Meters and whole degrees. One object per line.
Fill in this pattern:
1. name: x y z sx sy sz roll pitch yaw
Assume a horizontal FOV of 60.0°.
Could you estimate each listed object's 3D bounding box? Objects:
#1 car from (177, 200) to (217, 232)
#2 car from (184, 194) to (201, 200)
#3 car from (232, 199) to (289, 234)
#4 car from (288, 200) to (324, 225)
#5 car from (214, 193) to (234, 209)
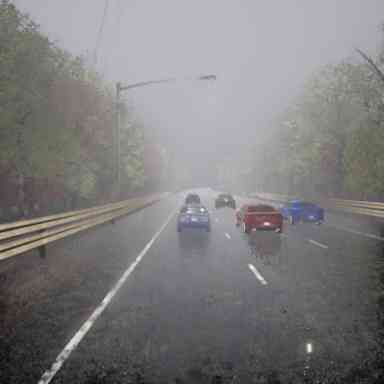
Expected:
1. car: 0.105 1.409 19.194 2.033 1.411 5.357 0 1 0
2. car: 0.109 0.986 42.466 1.837 1.490 4.892 0 1 0
3. car: 3.604 1.347 18.504 1.882 1.535 5.008 0 1 0
4. car: 7.104 1.297 22.271 1.882 1.535 5.008 0 1 0
5. car: 3.607 0.922 37.339 2.097 1.767 4.553 0 1 0
